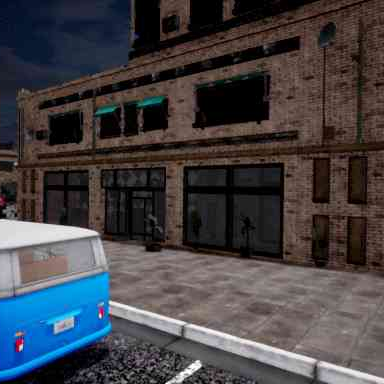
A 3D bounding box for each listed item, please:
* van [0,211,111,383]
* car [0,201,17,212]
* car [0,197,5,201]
[{"bbox_3d":[-3.021,1.340,5.016,3.998,1.788,1.690,0,1,36],"label":"van"},{"bbox_3d":[-16.147,1.793,31.289,1.947,1.339,4.313,0,0,36],"label":"car"},{"bbox_3d":[-22.898,1.411,36.248,2.192,1.841,5.009,0,0,36],"label":"car"}]
